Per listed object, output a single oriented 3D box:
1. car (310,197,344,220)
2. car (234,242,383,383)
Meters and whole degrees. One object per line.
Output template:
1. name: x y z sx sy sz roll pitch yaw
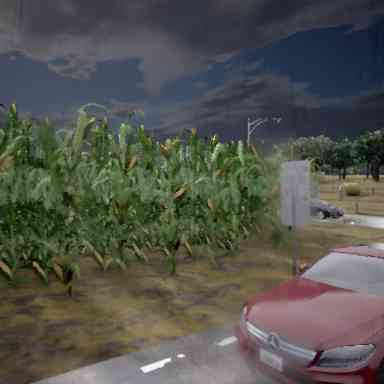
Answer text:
1. car: 8.847 1.169 24.734 1.837 1.490 4.892 -1 2 -34
2. car: 2.739 1.537 4.903 4.674 1.442 1.812 0 0 -36
